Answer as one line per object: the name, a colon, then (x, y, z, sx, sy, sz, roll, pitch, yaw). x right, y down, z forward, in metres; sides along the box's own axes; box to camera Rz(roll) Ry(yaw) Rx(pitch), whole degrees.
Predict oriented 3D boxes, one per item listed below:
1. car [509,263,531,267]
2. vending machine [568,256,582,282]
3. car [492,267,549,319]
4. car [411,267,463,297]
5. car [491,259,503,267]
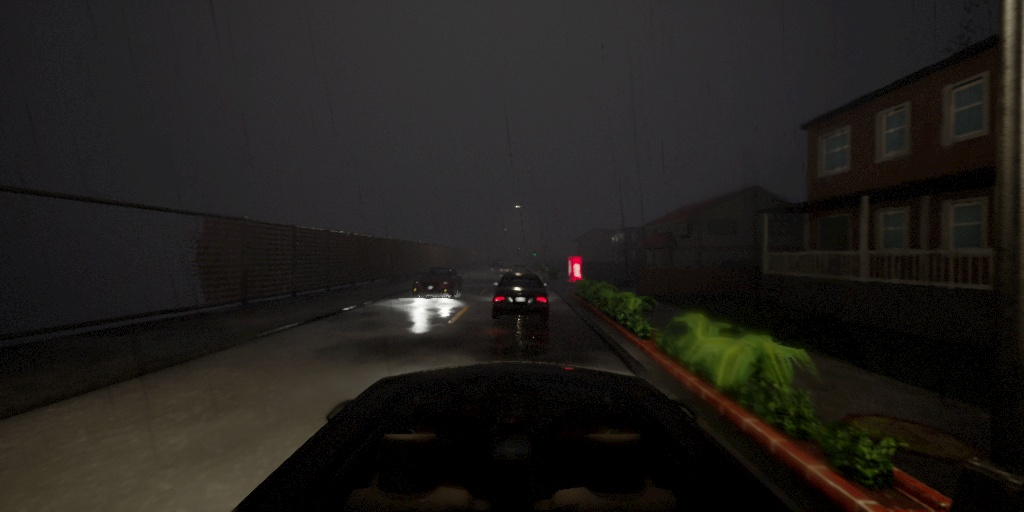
car: (0.722, 1.299, 31.132, 1.812, 1.442, 4.674, 1, 0, 1)
vending machine: (4.841, 1.018, 27.423, 1.100, 2.100, 0.880, 0, 0, 1)
car: (0.294, 1.307, 12.867, 2.033, 1.411, 5.357, 1, 0, 1)
car: (-3.757, 1.276, 18.658, 1.994, 1.385, 4.181, 1, 0, 1)
car: (-2.609, 1.296, 63.607, 1.837, 1.490, 4.892, 1, 0, 1)
